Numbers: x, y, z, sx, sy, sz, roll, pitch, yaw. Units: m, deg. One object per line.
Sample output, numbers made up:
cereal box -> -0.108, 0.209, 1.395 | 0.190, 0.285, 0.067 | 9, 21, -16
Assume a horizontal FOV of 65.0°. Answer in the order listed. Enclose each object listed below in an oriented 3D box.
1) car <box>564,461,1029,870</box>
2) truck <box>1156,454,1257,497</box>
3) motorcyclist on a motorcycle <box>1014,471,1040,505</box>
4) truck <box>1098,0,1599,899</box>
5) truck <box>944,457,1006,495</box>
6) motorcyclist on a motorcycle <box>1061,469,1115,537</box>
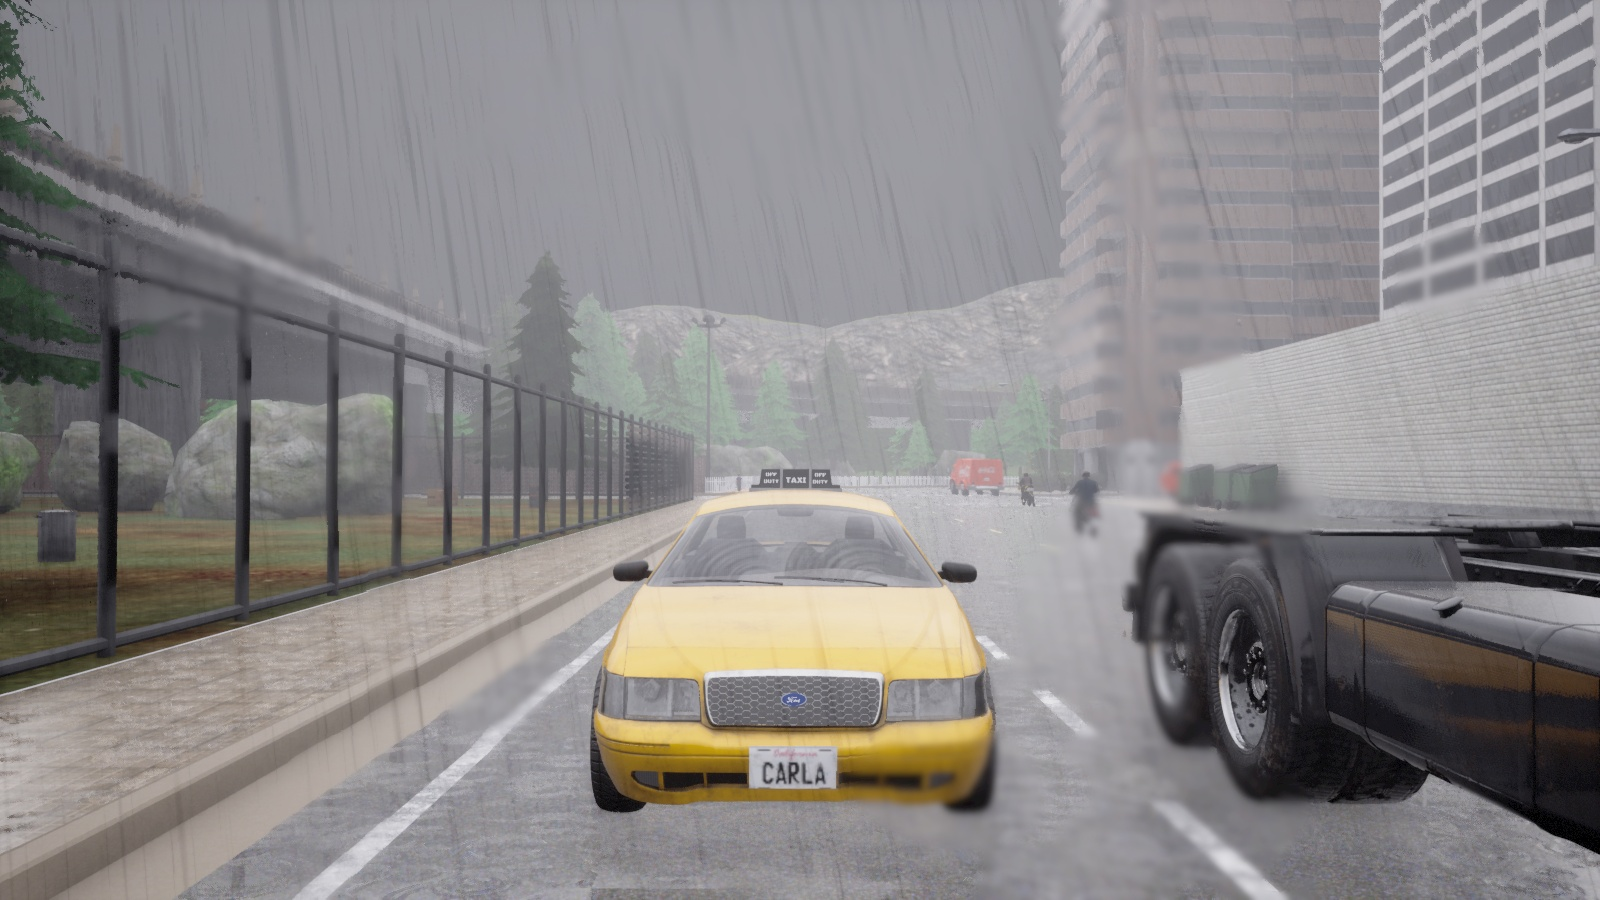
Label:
car -> -0.022, 0.880, 7.560 | 1.801, 1.575, 5.366 | 0, -1, 0
truck -> 24.402, 1.547, 75.578 | 5.204, 2.467, 2.627 | -1, -1, 0
motorcyclist on a motorcycle -> 10.336, 1.714, 57.208 | 0.797, 1.523, 2.044 | 0, -1, 0
truck -> 3.483, -0.105, 4.529 | 2.891, 3.462, 7.936 | 0, -1, 0
truck -> 11.729, 1.728, 84.675 | 2.627, 2.467, 5.204 | 0, 0, -11
motorcyclist on a motorcycle -> 6.913, 1.247, 30.253 | 0.866, 1.590, 1.817 | 0, -1, 0
